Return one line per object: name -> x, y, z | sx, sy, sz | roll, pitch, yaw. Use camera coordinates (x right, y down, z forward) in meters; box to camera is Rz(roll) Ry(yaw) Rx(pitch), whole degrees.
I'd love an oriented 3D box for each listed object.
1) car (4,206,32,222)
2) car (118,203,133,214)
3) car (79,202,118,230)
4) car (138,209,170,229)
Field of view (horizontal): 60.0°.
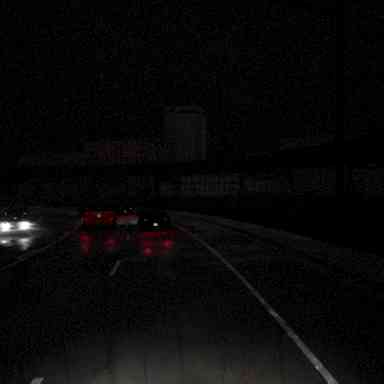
car -> -16.089, 1.977, 30.839 | 1.895, 1.301, 4.718 | 0, -1, -21
car -> -8.539, 1.969, 39.833 | 1.895, 1.301, 4.718 | 0, 0, -26
car -> -6.445, 1.574, 23.439 | 2.097, 1.767, 4.553 | 0, 0, -13
car -> -2.777, 1.796, 23.270 | 1.895, 1.301, 4.718 | 0, 0, -12
